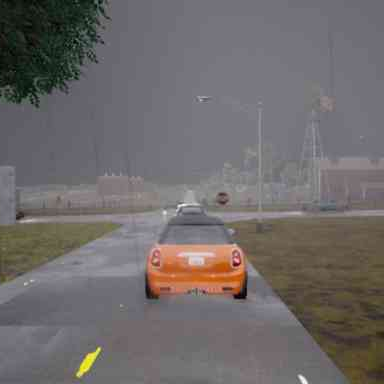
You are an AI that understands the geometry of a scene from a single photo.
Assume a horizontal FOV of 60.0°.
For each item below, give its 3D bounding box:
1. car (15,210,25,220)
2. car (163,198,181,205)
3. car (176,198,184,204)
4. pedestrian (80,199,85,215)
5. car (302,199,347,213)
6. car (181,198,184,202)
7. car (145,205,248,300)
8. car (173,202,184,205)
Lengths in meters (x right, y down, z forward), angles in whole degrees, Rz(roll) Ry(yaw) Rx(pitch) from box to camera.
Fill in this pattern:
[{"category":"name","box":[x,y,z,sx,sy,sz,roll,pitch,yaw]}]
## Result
[{"category":"car","box":[-17.979,2.044,31.046,4.181,1.385,1.994,-1,1,0]},{"category":"car","box":[-2.900,1.760,46.595,1.837,1.490,4.892,0,0,0]},{"category":"car","box":[-2.850,2.238,79.881,1.994,1.385,4.181,0,-1,0]},{"category":"pedestrian","box":[-12.200,1.614,36.995,0.375,1.860,0.375,0,2,0]},{"category":"car","box":[13.461,1.402,33.886,4.181,1.385,1.994,-1,1,-1]},{"category":"car","box":[-2.867,2.014,65.395,2.033,1.411,5.357,0,-1,0]},{"category":"car","box":[0.084,1.379,8.600,2.097,1.767,4.553,0,0,0]},{"category":"car","box":[-0.099,1.587,20.495,1.837,1.490,4.892,0,0,-3]}]
